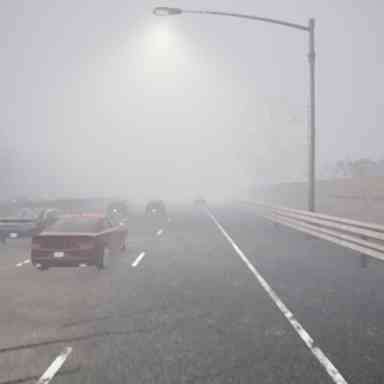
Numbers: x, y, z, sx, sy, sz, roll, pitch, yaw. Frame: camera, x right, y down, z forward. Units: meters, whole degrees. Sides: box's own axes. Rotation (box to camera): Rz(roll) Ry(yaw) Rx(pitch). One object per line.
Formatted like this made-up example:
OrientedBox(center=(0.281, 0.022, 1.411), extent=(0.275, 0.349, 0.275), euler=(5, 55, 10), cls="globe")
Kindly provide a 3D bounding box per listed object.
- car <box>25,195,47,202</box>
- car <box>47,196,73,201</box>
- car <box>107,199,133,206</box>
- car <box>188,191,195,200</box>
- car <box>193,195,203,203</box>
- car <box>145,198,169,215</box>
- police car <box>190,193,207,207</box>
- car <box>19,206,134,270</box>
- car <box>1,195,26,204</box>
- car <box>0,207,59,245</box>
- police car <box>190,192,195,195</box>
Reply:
OrientedBox(center=(-21.071, 1.416, 46.809), extent=(1.994, 1.385, 4.181), euler=(0, 0, 0), cls="car")
OrientedBox(center=(-17.578, 1.362, 45.521), extent=(1.837, 1.490, 4.892), euler=(0, 0, 0), cls="car")
OrientedBox(center=(-6.904, 1.401, 32.253), extent=(1.837, 1.490, 4.892), euler=(0, 0, 0), cls="car")
OrientedBox(center=(-0.007, 1.153, 80.544), extent=(2.033, 1.411, 5.357), euler=(0, 0, 0), cls="car")
OrientedBox(center=(1.045, 1.309, 62.676), extent=(1.837, 1.490, 4.892), euler=(0, 0, 0), cls="car")
OrientedBox(center=(-3.403, 1.401, 32.221), extent=(1.837, 1.490, 4.892), euler=(0, 0, 0), cls="car")
OrientedBox(center=(1.046, 1.276, 46.785), extent=(1.930, 1.638, 5.238), euler=(0, 0, 0), cls="police car")
OrientedBox(center=(-3.401, 1.441, 10.971), extent=(1.882, 1.535, 5.008), euler=(0, 0, 0), cls="car")
OrientedBox(center=(-24.571, 1.205, 46.553), extent=(2.097, 1.767, 4.553), euler=(0, 0, 0), cls="car")
OrientedBox(center=(-6.902, 1.441, 15.292), extent=(2.128, 1.511, 4.902), euler=(0, 0, 0), cls="car")
OrientedBox(center=(1.045, 1.245, 56.785), extent=(1.930, 1.638, 5.238), euler=(0, 0, 0), cls="police car")
